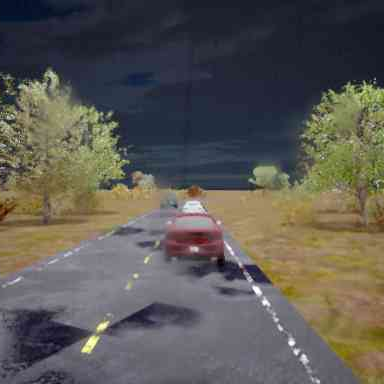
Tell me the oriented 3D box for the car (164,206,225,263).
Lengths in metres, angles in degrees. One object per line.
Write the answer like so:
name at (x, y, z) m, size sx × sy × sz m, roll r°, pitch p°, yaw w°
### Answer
car at (0.076, 1.495, 12.076) m, size 1.882 × 1.535 × 5.008 m, roll 0°, pitch 0°, yaw 0°

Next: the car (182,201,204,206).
car at (0.082, 1.564, 30.418) m, size 1.812 × 1.442 × 4.674 m, roll 0°, pitch 0°, yaw 0°

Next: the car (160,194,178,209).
car at (-3.093, 1.273, 45.701) m, size 2.150 × 2.045 × 5.566 m, roll 0°, pitch 0°, yaw 0°
